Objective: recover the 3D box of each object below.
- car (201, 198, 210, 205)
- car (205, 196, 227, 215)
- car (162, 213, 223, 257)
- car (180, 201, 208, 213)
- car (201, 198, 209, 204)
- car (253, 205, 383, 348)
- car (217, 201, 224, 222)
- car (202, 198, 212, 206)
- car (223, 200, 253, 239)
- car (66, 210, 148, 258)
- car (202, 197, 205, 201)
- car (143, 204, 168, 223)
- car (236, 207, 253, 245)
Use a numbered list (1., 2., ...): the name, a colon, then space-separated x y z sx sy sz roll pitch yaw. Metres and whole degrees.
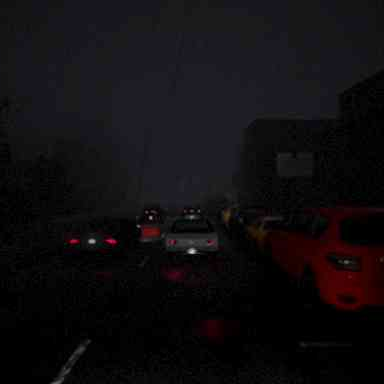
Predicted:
1. car: 3.239 2.254 79.770 1.946 1.575 5.366 0 -1 0
2. car: 3.232 1.627 40.816 2.435 2.045 5.566 0 -1 0
3. car: 0.004 1.733 13.428 1.895 1.301 4.718 0 -1 0
4. car: 0.009 1.773 28.664 2.128 1.511 4.902 0 0 0
5. car: 3.250 2.311 85.293 1.946 1.575 5.366 0 -1 0
6. car: 3.227 1.305 7.792 2.435 2.045 5.566 0 -1 0
7. car: 3.229 1.717 24.522 1.946 1.575 5.366 0 -1 0
8. car: 3.238 2.200 74.245 1.946 1.575 5.366 0 -1 0
9. car: 3.228 1.538 18.781 2.185 1.767 4.553 0 -1 0
10. car: -3.247 1.678 13.309 2.033 1.411 5.357 0 -1 0
11. car: 3.238 2.069 57.391 2.163 1.488 4.792 0 -1 0
12. car: -3.241 1.788 28.656 1.837 1.490 4.892 0 0 0
13. car: 3.228 1.609 13.472 1.946 1.575 5.366 0 -1 0
